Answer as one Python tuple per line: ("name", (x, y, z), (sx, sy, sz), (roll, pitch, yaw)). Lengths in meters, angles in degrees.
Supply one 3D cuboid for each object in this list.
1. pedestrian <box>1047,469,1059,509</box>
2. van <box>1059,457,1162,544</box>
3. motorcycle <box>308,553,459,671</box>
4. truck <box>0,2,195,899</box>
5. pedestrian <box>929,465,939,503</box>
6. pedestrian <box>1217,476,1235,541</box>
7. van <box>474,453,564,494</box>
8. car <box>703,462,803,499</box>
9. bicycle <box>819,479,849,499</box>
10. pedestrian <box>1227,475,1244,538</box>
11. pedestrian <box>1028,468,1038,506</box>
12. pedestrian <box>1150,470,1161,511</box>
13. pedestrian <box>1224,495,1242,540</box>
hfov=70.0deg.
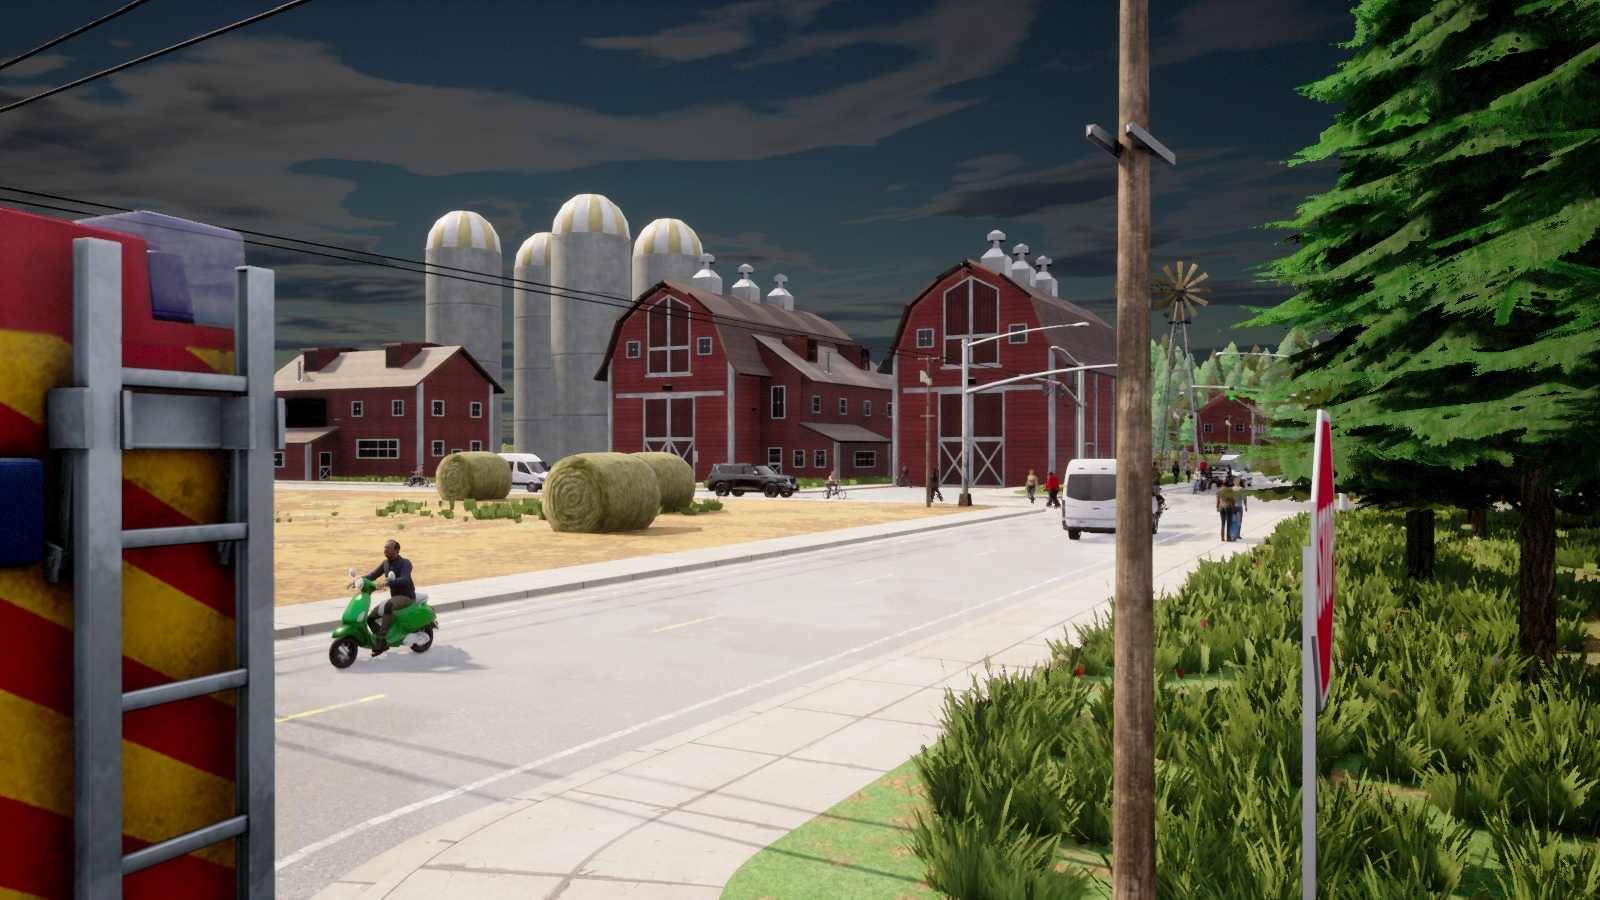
("pedestrian", (12.014, 1.841, 54.249), (0.375, 1.860, 0.375), (0, 0, -37))
("van", (10.232, 1.534, 37.281), (1.988, 2.561, 5.915), (0, 0, 28))
("motorcycle", (-5.583, 2.142, 15.440), (0.856, 1.316, 1.805), (0, 0, 28))
("truck", (-6.153, 0.864, 3.546), (8.468, 3.827, 2.891), (0, 0, 23))
("pedestrian", (6.650, 1.671, 56.648), (0.375, 1.860, 0.375), (0, 0, 22))
("pedestrian", (12.353, 1.695, 33.104), (0.375, 1.860, 0.375), (0, 0, 44))
("van", (-18.570, 1.495, 75.315), (5.915, 2.561, 1.988), (0, 1, 27))
("car", (-2.779, 1.753, 67.149), (5.566, 2.045, 2.150), (0, 0, 27))
("bicycle", (1.946, 2.220, 64.704), (1.487, 1.080, 0.859), (0, 0, 27))
("pedestrian", (13.083, 1.694, 34.292), (0.375, 1.860, 0.375), (0, 0, 40))
("pedestrian", (11.552, 1.824, 56.684), (0.375, 1.860, 0.375), (0, 0, 30))
("pedestrian", (16.274, 1.840, 52.263), (0.375, 1.860, 0.375), (0, 0, 33))
("pedestrian", (12.776, 1.976, 33.719), (0.375, 1.300, 0.375), (0, 0, 43))
